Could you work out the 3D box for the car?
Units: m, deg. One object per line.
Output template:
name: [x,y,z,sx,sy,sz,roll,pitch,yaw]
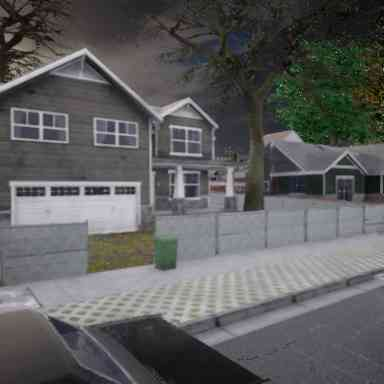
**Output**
car: [-1.759,1.604,1.812,4.718,1.301,1.895,0,0,-35]
